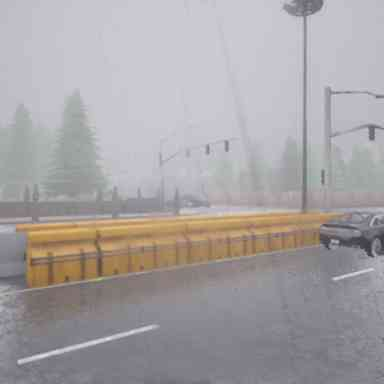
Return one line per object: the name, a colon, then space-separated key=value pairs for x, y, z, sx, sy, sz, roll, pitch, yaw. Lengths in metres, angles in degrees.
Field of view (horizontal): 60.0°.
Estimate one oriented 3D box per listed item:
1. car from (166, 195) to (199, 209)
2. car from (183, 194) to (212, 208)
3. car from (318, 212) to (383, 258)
car: x=-1.667 y=1.556 z=45.438 sx=2.128 sy=1.511 sz=4.902 roll=0 pitch=0 yaw=-36
car: x=0.516 y=1.298 z=48.395 sx=2.150 sy=2.045 sz=5.566 roll=0 pitch=0 yaw=-35
car: x=6.978 y=1.529 z=13.025 sx=4.902 sy=1.511 sz=2.128 roll=0 pitch=0 yaw=-35
